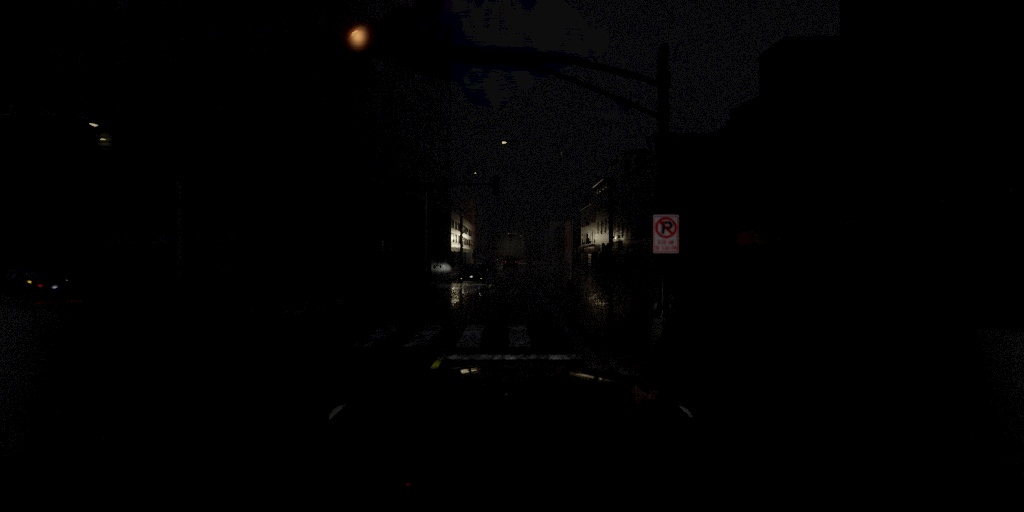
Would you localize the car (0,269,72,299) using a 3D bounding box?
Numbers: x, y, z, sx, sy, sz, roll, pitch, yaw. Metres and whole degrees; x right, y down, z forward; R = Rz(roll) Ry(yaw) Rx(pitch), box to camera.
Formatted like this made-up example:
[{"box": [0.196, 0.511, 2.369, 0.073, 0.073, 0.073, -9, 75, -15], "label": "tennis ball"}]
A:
[{"box": [-25.620, 1.396, 18.698, 4.674, 1.442, 1.812, 0, 0, 9], "label": "car"}]

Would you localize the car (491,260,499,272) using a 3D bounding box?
[{"box": [-3.017, 1.302, 45.193, 2.033, 1.411, 5.357, 0, 0, 0], "label": "car"}]

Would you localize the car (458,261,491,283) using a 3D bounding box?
[{"box": [-2.951, 1.314, 27.900, 1.994, 1.385, 4.181, 0, 0, 0], "label": "car"}]

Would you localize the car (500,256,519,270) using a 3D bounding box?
[{"box": [-0.198, 0.979, 52.573, 2.150, 2.045, 5.566, 0, 0, 0], "label": "car"}]
